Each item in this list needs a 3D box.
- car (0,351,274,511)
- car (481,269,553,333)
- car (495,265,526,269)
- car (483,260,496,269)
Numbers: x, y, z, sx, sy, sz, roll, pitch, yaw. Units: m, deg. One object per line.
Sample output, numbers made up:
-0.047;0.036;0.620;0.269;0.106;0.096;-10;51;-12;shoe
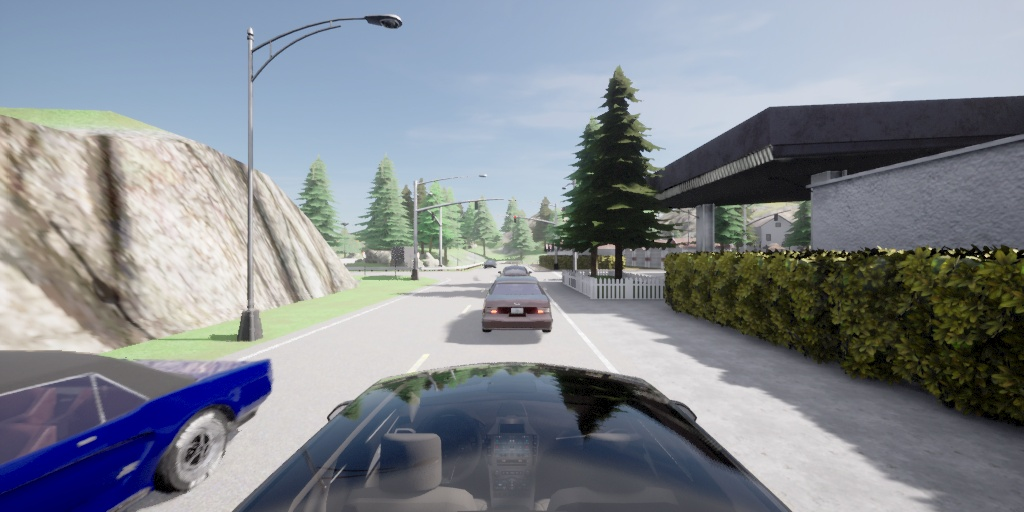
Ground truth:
-3.603;1.351;1.767;1.895;1.301;4.718;0;0;0;car
0.132;1.297;10.746;2.033;1.411;5.357;0;0;0;car
0.174;1.276;20.332;1.812;1.442;4.674;0;0;0;car
-3.376;1.297;55.722;2.033;1.411;5.357;0;0;0;car
